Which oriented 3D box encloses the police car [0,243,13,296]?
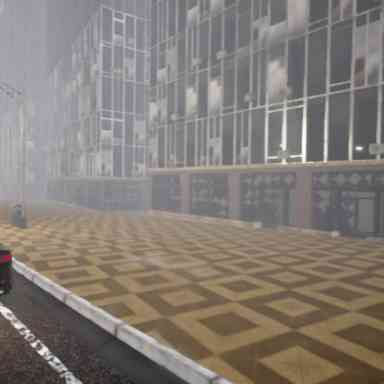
[{"bbox_3d":[-5.614,1.328,7.547,1.930,1.638,5.238,-1,1,-41],"label":"police car"}]
